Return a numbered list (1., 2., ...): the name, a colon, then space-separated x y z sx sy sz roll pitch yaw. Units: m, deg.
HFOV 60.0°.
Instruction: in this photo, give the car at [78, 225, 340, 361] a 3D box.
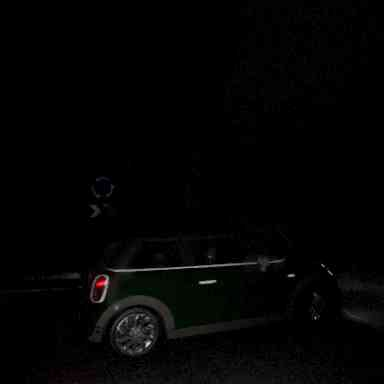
1. car: 0.370 1.389 5.984 4.553 1.767 2.097 0 -1 -21
